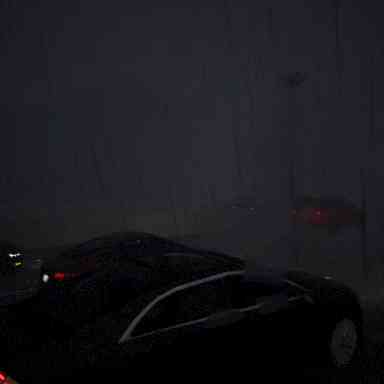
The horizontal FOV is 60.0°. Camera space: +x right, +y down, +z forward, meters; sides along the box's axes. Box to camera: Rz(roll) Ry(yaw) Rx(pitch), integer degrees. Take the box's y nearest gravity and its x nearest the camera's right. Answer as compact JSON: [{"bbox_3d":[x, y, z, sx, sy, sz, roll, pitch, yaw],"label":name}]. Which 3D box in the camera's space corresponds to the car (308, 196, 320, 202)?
[{"bbox_3d":[28.330,1.578,77.060,1.837,1.490,4.892,0,0,31],"label":"car"}]

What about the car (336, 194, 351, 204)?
[{"bbox_3d":[30.899,1.409,67.722,2.150,2.045,5.566,0,0,33],"label":"car"}]

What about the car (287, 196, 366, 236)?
[{"bbox_3d":[7.972,1.278,19.264,5.566,2.045,2.150,0,0,-41],"label":"car"}]

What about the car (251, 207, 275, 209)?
[{"bbox_3d":[7.904,1.695,33.773,4.718,1.301,1.895,0,0,-45],"label":"car"}]

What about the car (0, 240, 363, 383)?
[{"bbox_3d":[0.186,1.502,4.030,4.902,1.511,2.128,0,0,-36],"label":"car"}]

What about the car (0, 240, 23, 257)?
[{"bbox_3d":[-6.630,1.520,7.711,4.892,1.490,1.837,0,0,-35],"label":"car"}]

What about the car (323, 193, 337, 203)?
[{"bbox_3d":[31.372,1.298,75.330,2.150,2.045,5.566,0,0,31],"label":"car"}]

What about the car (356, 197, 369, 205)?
[{"bbox_3d":[33.722,1.707,65.632,1.812,1.442,4.674,0,0,33],"label":"car"}]

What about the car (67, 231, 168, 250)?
[{"bbox_3d":[-1.123,1.582,7.410,4.181,1.385,1.994,0,0,-36],"label":"car"}]
